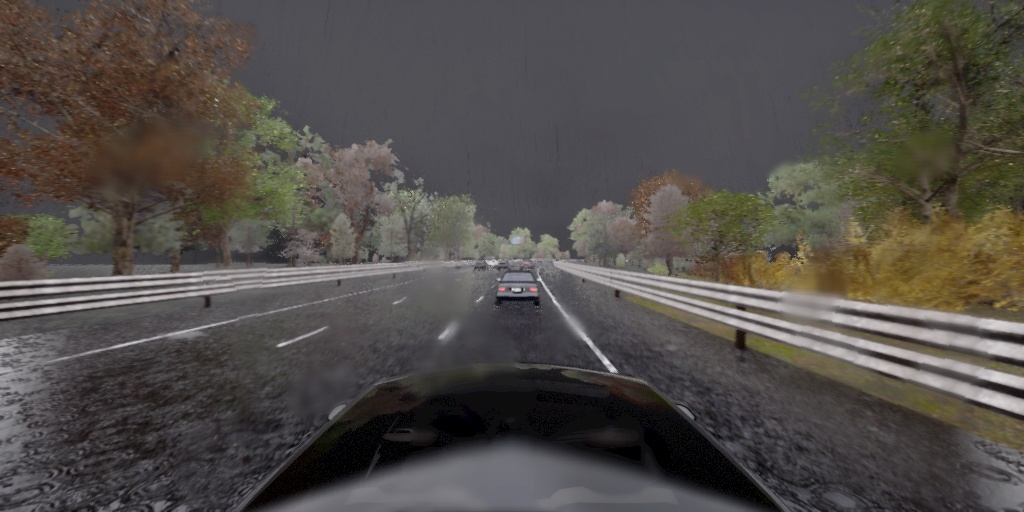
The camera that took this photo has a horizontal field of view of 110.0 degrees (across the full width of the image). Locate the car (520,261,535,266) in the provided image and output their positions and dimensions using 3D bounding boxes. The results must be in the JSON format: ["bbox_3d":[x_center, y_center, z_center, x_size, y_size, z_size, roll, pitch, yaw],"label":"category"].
[{"bbox_3d":[2.281,1.499,56.354,1.812,1.442,4.674,0,0,5],"label":"car"}]

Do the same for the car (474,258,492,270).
[{"bbox_3d":[-4.734,1.459,56.422,1.837,1.490,4.892,0,0,5],"label":"car"}]

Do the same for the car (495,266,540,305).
[{"bbox_3d":[0.296,1.350,16.274,2.033,1.411,5.357,0,0,2],"label":"car"}]

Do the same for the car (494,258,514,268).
[{"bbox_3d":[-1.243,1.468,56.182,1.837,1.490,4.892,0,0,5],"label":"car"}]
